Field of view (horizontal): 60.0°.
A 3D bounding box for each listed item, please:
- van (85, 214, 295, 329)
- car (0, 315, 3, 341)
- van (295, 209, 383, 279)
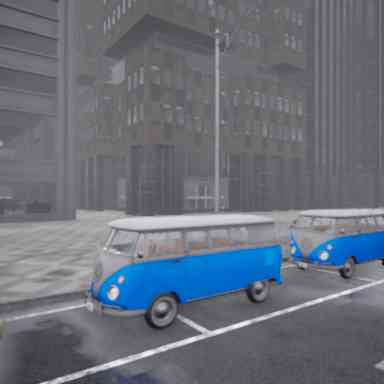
[{"bbox_3d":[0.041,1.368,6.683,3.998,1.788,1.690,0,-1,-35],"label":"van"},{"bbox_3d":[-4.690,1.511,3.308,4.829,1.417,1.752,0,-1,-35],"label":"car"},{"bbox_3d":[4.633,1.407,9.959,3.998,1.788,1.690,0,-1,-35],"label":"van"}]
